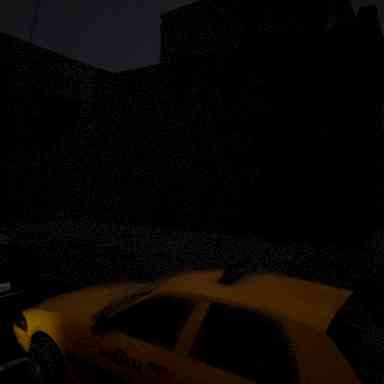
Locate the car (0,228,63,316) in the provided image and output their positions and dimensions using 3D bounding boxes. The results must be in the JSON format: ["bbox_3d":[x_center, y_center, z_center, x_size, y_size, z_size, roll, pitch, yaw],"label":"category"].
[{"bbox_3d":[-5.360,1.451,7.419,4.892,1.521,2.231,0,0,36],"label":"car"}]
